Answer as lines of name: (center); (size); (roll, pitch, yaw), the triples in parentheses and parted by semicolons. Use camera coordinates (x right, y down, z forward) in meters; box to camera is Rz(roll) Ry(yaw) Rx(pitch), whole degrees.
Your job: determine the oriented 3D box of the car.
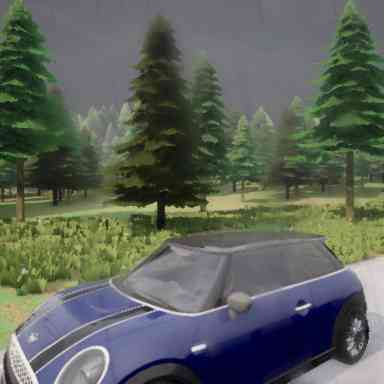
car: (0.224, 1.351, 4.200); (4.553, 1.767, 2.097); (0, 0, -36)
